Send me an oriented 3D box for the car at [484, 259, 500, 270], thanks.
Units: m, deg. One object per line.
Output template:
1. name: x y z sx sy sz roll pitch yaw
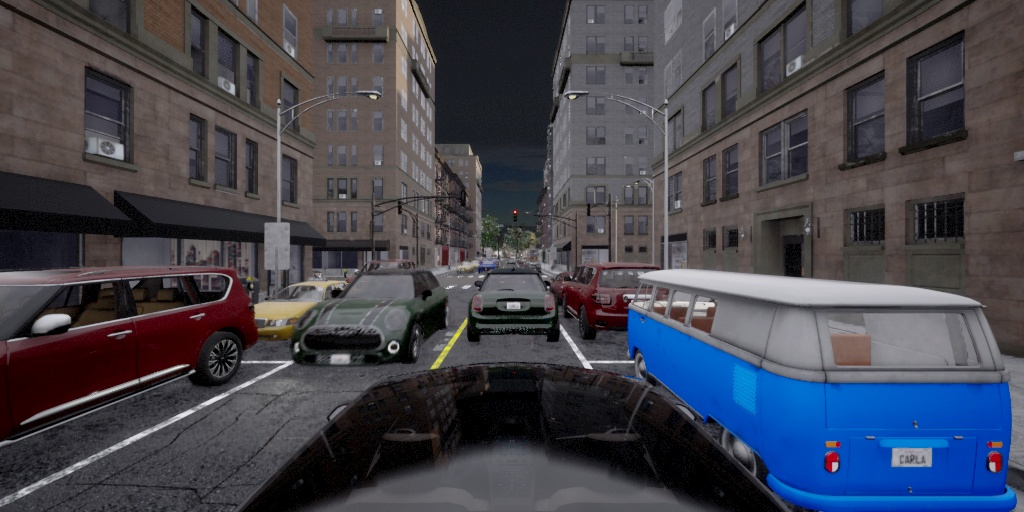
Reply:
1. car: -2.939 1.238 52.779 2.128 1.511 4.902 0 0 0

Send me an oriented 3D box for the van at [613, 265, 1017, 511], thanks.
1. van: 2.634 1.091 4.214 1.690 1.789 3.998 0 0 0

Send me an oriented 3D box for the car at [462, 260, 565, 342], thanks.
1. car: 0.018 1.101 9.928 2.097 1.767 4.553 0 0 0

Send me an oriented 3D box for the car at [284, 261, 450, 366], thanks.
1. car: -2.788 1.101 8.125 2.097 1.767 4.553 0 0 1

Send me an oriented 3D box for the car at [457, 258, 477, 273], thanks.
1. car: -5.493 1.272 42.394 1.751 1.417 4.829 0 0 0

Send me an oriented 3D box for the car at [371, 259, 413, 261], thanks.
1. car: -5.427 1.063 15.557 2.192 1.841 5.009 0 0 0

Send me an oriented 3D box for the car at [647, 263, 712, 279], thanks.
1. car: 14.305 1.276 30.752 4.718 1.301 1.895 0 0 -3

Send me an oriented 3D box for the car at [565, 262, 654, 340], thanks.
1. car: 2.623 1.064 9.892 2.192 1.841 5.009 0 0 0

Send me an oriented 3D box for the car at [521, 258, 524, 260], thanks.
1. car: 2.549 1.291 48.061 1.888 1.381 4.507 0 0 0

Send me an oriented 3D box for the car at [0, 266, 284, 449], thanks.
1. car: -5.403 1.065 4.200 2.192 1.841 5.009 0 0 0

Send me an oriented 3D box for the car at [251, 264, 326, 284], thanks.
1. car: -17.168 1.342 27.698 4.674 1.442 1.812 0 0 0

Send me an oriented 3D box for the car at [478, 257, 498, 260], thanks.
1. car: -2.922 1.224 42.812 1.882 1.535 5.008 0 0 0

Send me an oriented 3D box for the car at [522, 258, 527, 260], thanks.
1. car: 2.560 1.297 42.580 2.007 1.370 4.403 0 0 0
